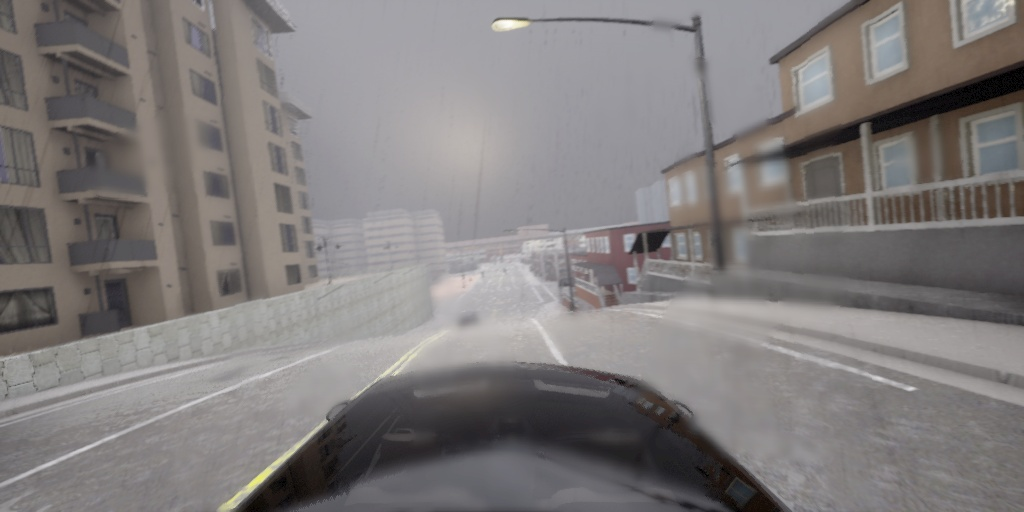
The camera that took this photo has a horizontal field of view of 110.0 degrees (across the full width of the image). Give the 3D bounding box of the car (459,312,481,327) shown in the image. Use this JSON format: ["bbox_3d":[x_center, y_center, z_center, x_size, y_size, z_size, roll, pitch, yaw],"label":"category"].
[{"bbox_3d":[-4.293,6.566,37.105,2.033,1.411,5.357,-7,-9,0],"label":"car"}]
